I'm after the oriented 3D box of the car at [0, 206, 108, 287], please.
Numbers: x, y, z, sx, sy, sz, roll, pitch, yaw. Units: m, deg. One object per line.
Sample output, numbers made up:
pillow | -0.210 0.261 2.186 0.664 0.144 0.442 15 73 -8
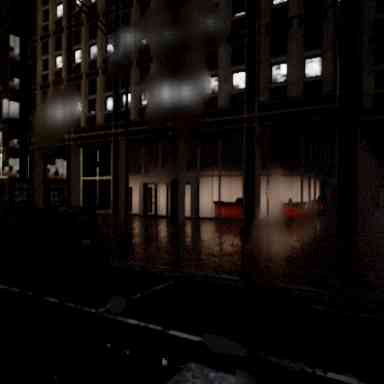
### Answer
car | -4.598 1.313 9.352 5.009 1.841 2.192 0 1 32
